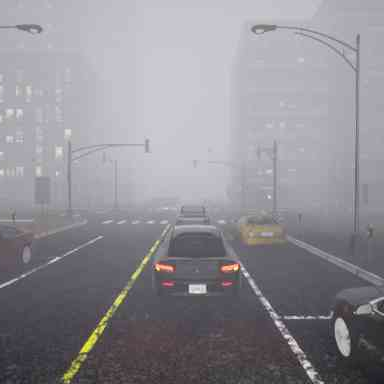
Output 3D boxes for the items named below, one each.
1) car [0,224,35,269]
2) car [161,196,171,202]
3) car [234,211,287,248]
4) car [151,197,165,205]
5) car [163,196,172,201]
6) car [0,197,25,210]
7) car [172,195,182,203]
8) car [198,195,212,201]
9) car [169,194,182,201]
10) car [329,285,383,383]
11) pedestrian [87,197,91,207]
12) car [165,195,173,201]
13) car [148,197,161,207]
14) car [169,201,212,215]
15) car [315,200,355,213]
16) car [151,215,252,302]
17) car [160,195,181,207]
[{"bbox_3d":[-5.849,1.542,8.780,1.887,1.381,4.507,-1,0,0],"label":"car"},{"bbox_3d":[-5.855,1.531,74.940,1.887,1.381,4.507,-1,0,0],"label":"car"},{"bbox_3d":[2.778,1.521,14.554,1.752,1.417,4.829,-1,0,0],"label":"car"},{"bbox_3d":[-5.821,1.554,57.976,1.947,1.339,4.313,-1,0,0],"label":"car"},{"bbox_3d":[-5.866,1.568,80.594,1.802,1.307,4.206,-1,0,0],"label":"car"},{"bbox_3d":[-21.738,1.275,37.965,4.829,1.417,1.752,0,0,1],"label":"car"},{"bbox_3d":[-3.143,1.487,70.538,1.837,1.490,4.892,0,0,0],"label":"car"},{"bbox_3d":[2.559,1.539,57.994,2.008,1.369,4.403,-1,0,0],"label":"car"},{"bbox_3d":[-3.195,1.479,60.341,2.128,1.511,4.902,0,0,0],"label":"car"},{"bbox_3d":[2.801,1.550,3.096,2.008,1.369,4.403,-1,0,0],"label":"car"},{"bbox_3d":[-12.632,1.200,40.830,0.375,1.300,0.375,0,0,1],"label":"pedestrian"},{"bbox_3d":[-5.879,1.530,86.249,1.887,1.381,4.507,-1,0,0],"label":"car"},{"bbox_3d":[-5.809,1.514,52.152,1.752,1.417,4.829,-1,0,0],"label":"car"},{"bbox_3d":[0.053,1.487,18.177,2.128,1.511,4.902,0,0,0],"label":"car"},{"bbox_3d":[16.238,1.623,37.545,4.403,1.369,2.008,0,0,1],"label":"car"},{"bbox_3d":[0.083,1.523,8.102,1.812,1.442,4.674,0,0,0],"label":"car"},{"bbox_3d":[-3.195,1.537,50.390,2.033,1.411,5.357,0,0,0],"label":"car"}]
